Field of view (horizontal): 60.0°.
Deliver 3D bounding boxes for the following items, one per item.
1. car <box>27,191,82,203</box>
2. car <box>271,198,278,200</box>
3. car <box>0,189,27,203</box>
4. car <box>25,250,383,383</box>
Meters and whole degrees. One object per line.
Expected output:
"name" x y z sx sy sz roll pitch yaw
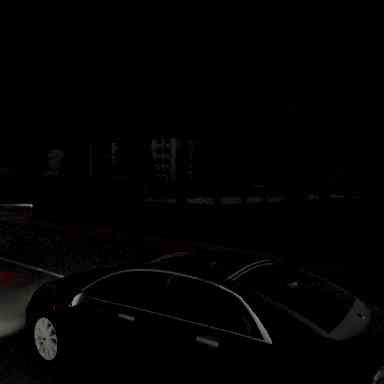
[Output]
"car" -14.532 0.595 36.158 2.033 1.411 5.357 2 1 38
"car" 16.866 0.829 65.634 1.837 1.490 4.892 2 0 37
"car" -19.464 0.419 35.495 2.128 1.511 4.902 2 1 38
"car" -0.131 1.490 4.076 4.892 1.490 1.837 1 0 36
